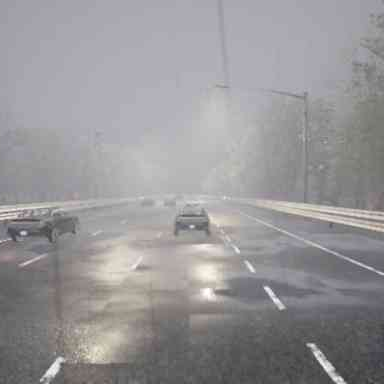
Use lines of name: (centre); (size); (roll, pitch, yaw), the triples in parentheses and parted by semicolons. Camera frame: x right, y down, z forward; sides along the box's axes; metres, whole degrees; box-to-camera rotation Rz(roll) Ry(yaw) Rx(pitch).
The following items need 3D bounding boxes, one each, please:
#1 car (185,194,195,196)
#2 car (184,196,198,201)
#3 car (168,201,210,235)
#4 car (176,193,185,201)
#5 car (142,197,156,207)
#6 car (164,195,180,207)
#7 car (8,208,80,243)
car: (0.000, 1.450, 73.594); (2.097, 1.767, 4.553); (0, 0, 0)
car: (0.000, 1.666, 53.940); (1.895, 1.301, 4.718); (0, 0, 0)
car: (0.001, 1.511, 18.829); (2.128, 1.511, 4.902); (0, 0, 0)
car: (-3.498, 1.354, 91.793); (2.150, 2.045, 5.566); (0, 0, 0)
car: (-7.001, 1.558, 54.048); (2.128, 1.511, 4.902); (0, 0, 0)
car: (-3.502, 1.613, 53.961); (2.033, 1.411, 5.357); (0, 0, 0)
car: (-7.001, 1.509, 16.252); (2.128, 1.511, 4.902); (0, 0, 0)
